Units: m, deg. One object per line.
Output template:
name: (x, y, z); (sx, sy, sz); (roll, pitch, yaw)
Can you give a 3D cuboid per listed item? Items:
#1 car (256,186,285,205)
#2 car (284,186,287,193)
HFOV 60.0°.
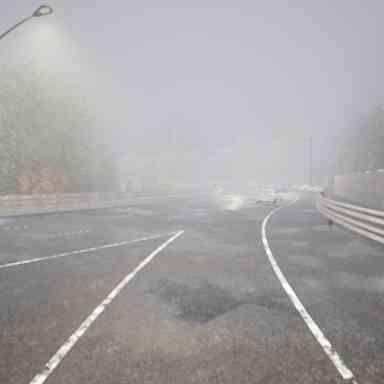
car: (7.752, 0.439, 33.337); (1.812, 1.442, 4.674); (1, 2, 25)
car: (17.655, -0.580, 66.278); (2.033, 1.411, 5.357); (0, 2, 5)
